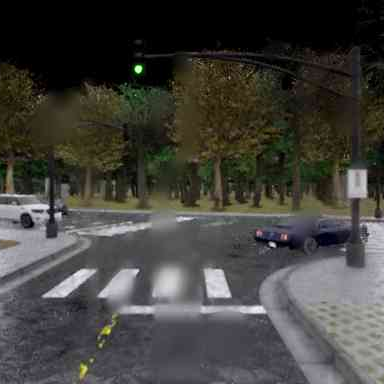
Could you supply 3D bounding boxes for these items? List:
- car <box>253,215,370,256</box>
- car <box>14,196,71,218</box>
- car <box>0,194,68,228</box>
[{"bbox_3d":[4.730,1.545,12.836,4.718,1.301,1.895,0,0,-32],"label":"car"},{"bbox_3d":[-13.429,1.302,29.838,4.553,1.767,2.097,0,0,23],"label":"car"},{"bbox_3d":[-11.101,1.162,21.535,5.566,2.045,2.150,0,0,23],"label":"car"}]
